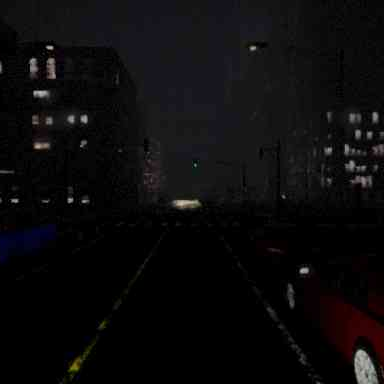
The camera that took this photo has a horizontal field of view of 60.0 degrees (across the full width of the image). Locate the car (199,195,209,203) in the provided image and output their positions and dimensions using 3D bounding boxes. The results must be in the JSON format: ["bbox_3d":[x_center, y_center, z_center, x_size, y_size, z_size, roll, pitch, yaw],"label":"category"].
[{"bbox_3d":[2.631,1.559,54.113,1.967,1.590,4.097,-1,0,0],"label":"car"}]

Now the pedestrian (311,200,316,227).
[{"bbox_3d":[8.129,1.430,22.218,0.375,1.860,0.375,-1,1,0],"label":"pedestrian"}]

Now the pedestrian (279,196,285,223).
[{"bbox_3d":[6.129,1.208,22.814,0.375,1.860,0.375,-1,1,0],"label":"pedestrian"}]

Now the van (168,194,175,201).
[{"bbox_3d":[-5.728,1.504,93.601,1.690,1.788,3.998,-1,0,0],"label":"van"}]

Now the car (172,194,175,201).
[{"bbox_3d":[-5.723,1.700,82.307,1.887,1.381,4.507,-1,0,0],"label":"car"}]

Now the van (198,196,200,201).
[{"bbox_3d":[2.627,1.477,65.405,1.690,1.788,3.998,-1,0,0],"label":"van"}]

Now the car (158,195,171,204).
[{"bbox_3d":[-5.718,1.702,65.369,1.947,1.339,4.313,-1,0,0],"label":"car"}]

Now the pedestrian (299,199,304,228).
[{"bbox_3d":[7.129,1.376,21.617,0.375,1.860,0.375,-1,1,0],"label":"pedestrian"}]

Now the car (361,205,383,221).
[{"bbox_3d":[16.710,1.772,28.157,4.403,1.369,2.008,0,0,1],"label":"car"}]

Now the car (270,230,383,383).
[{"bbox_3d":[2.677,1.558,4.822,1.887,1.381,4.507,-1,0,0],"label":"car"}]

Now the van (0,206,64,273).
[{"bbox_3d":[-5.707,1.369,10.366,1.690,1.788,3.998,-1,0,0],"label":"van"}]

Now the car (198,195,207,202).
[{"bbox_3d":[2.624,1.595,82.342,1.967,1.590,4.097,-1,0,0],"label":"car"}]

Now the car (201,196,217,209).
[{"bbox_3d":[2.634,1.655,48.467,1.887,1.381,4.507,-1,0,0],"label":"car"}]

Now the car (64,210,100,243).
[{"bbox_3d":[-5.706,1.592,15.945,2.008,1.369,4.403,-1,0,0],"label":"car"}]

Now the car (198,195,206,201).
[{"bbox_3d":[2.628,1.600,87.988,1.967,1.590,4.097,-1,0,0],"label":"car"}]

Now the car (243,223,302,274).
[{"bbox_3d":[2.677,1.609,10.403,1.802,1.307,4.206,-1,0,0],"label":"car"}]

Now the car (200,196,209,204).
[{"bbox_3d":[2.628,1.688,71.051,1.887,1.381,4.507,-1,0,0],"label":"car"}]

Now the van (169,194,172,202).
[{"bbox_3d":[-5.723,1.484,71.016,1.690,1.788,3.998,-1,0,0],"label":"van"}]
